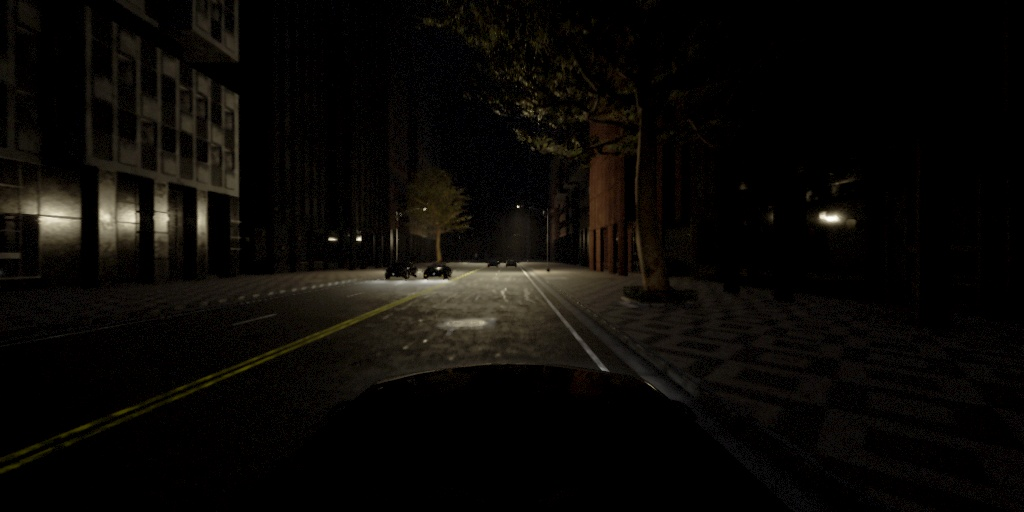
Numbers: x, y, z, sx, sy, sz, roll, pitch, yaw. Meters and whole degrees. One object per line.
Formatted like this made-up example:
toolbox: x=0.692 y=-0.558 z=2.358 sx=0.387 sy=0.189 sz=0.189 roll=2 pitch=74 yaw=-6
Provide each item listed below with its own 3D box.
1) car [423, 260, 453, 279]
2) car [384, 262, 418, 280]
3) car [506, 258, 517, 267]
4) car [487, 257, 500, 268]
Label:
car: x=-6.557 y=1.331 z=32.095 sx=1.994 sy=1.385 sz=4.181 roll=0 pitch=0 yaw=0
car: x=-9.806 y=1.281 z=32.081 sx=1.837 sy=1.490 sz=4.892 roll=0 pitch=0 yaw=0
car: x=-0.106 y=1.337 z=64.567 sx=1.994 sy=1.385 sz=4.181 roll=0 pitch=0 yaw=0
car: x=-3.354 y=1.324 z=63.312 sx=2.033 sy=1.411 sz=5.357 roll=0 pitch=0 yaw=0
